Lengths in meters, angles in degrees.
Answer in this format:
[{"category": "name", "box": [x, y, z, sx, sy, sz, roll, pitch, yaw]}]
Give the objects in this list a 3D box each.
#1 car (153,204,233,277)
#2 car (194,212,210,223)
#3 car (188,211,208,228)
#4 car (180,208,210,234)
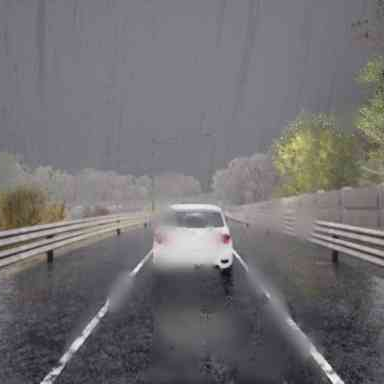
[{"category": "car", "box": [0.023, 1.419, 10.990, 2.150, 2.045, 5.566, 0, -1, 0]}, {"category": "car", "box": [1.517, 3.719, 48.986, 2.033, 1.411, 5.357, 0, -3, 4]}, {"category": "car", "box": [0.658, 2.783, 34.282, 1.882, 1.535, 5.008, 0, -3, 2]}, {"category": "car", "box": [0.246, 2.154, 25.609, 2.097, 1.767, 4.553, 0, -3, 1]}]
